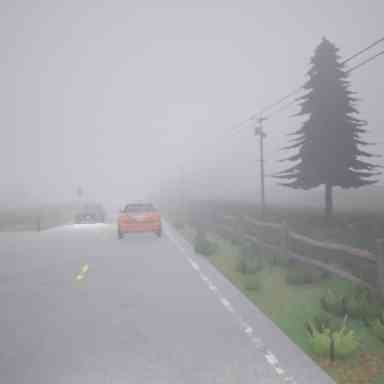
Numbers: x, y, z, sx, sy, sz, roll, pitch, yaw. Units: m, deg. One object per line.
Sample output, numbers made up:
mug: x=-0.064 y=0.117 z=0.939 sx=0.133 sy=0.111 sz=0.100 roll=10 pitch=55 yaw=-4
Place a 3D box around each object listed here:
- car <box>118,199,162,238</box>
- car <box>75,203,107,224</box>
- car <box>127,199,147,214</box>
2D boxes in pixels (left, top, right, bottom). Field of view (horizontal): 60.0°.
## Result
car: x=-2.821 y=1.304 z=17.774 sx=2.097 sy=1.767 sz=4.553 roll=-1 pitch=0 yaw=-10
car: x=-7.523 y=1.569 z=25.034 sx=1.994 sy=1.385 sz=4.181 roll=-1 pitch=0 yaw=-10
car: x=-5.843 y=1.475 z=35.211 sx=1.994 sy=1.385 sz=4.181 roll=-1 pitch=0 yaw=-10
